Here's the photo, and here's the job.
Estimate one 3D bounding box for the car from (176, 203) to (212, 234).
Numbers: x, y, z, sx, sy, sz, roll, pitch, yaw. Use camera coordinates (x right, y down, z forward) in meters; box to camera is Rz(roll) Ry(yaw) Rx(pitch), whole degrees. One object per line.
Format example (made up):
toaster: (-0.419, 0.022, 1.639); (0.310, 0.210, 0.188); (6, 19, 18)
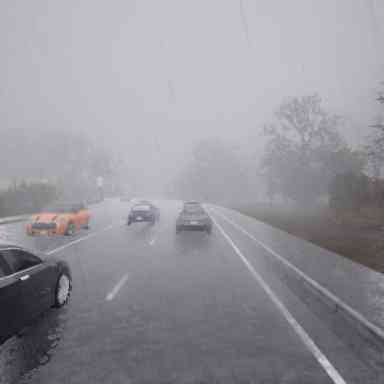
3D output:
car: (0.095, 1.567, 19.398); (1.994, 1.385, 4.181); (0, 0, 0)

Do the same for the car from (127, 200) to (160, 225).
car: (-3.396, 1.530, 23.747); (1.812, 1.442, 4.674); (0, 0, 0)

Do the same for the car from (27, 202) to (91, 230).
car: (-7.109, 1.355, 18.144); (2.097, 1.767, 4.553); (0, 0, 0)

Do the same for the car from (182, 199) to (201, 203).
car: (-0.042, 1.498, 37.170); (2.128, 1.511, 4.902); (0, 0, -1)

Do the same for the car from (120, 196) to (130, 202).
car: (-14.422, 1.534, 71.940); (1.994, 1.385, 4.181); (0, 0, -12)

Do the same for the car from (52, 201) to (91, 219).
car: (-10.645, 1.569, 29.693); (1.994, 1.385, 4.181); (0, 0, 0)

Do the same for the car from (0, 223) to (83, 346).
car: (-3.401, 1.506, 4.992); (1.837, 1.490, 4.892); (0, 0, 0)

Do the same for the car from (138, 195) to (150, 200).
car: (-8.721, 1.360, 60.095); (2.097, 1.767, 4.553); (0, 0, -7)
